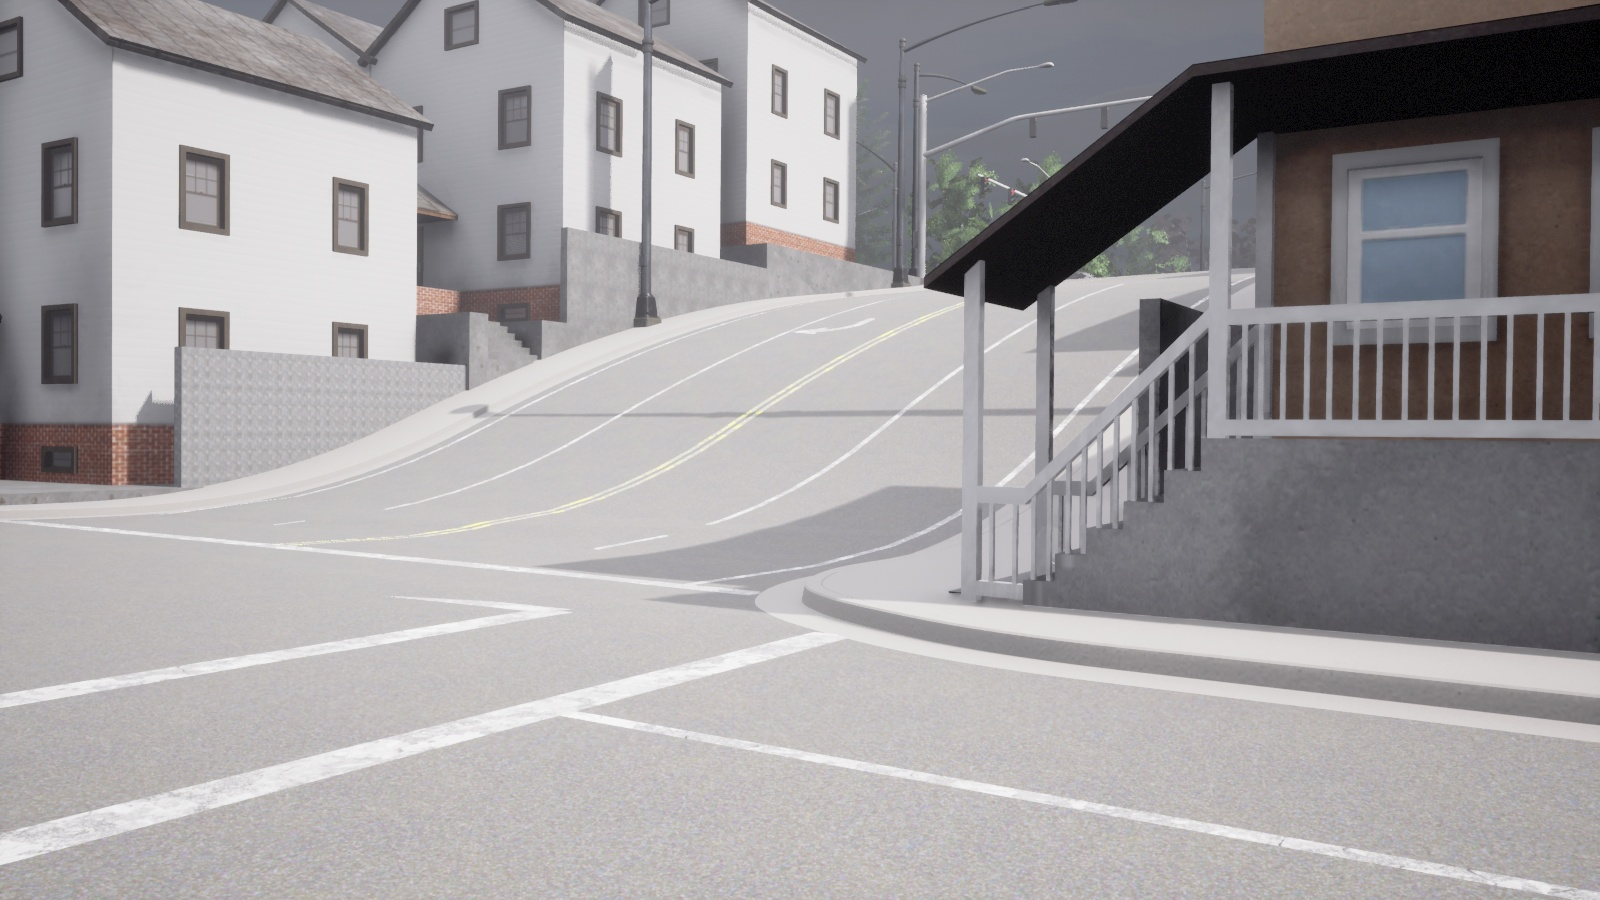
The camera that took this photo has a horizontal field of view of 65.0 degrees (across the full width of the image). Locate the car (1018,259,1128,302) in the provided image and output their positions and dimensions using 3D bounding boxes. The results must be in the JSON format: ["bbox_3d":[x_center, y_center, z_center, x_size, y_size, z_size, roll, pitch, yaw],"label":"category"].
[{"bbox_3d":[13.254,-8.215,61.117,4.892,1.490,1.837,-1,1,33],"label":"car"}]
